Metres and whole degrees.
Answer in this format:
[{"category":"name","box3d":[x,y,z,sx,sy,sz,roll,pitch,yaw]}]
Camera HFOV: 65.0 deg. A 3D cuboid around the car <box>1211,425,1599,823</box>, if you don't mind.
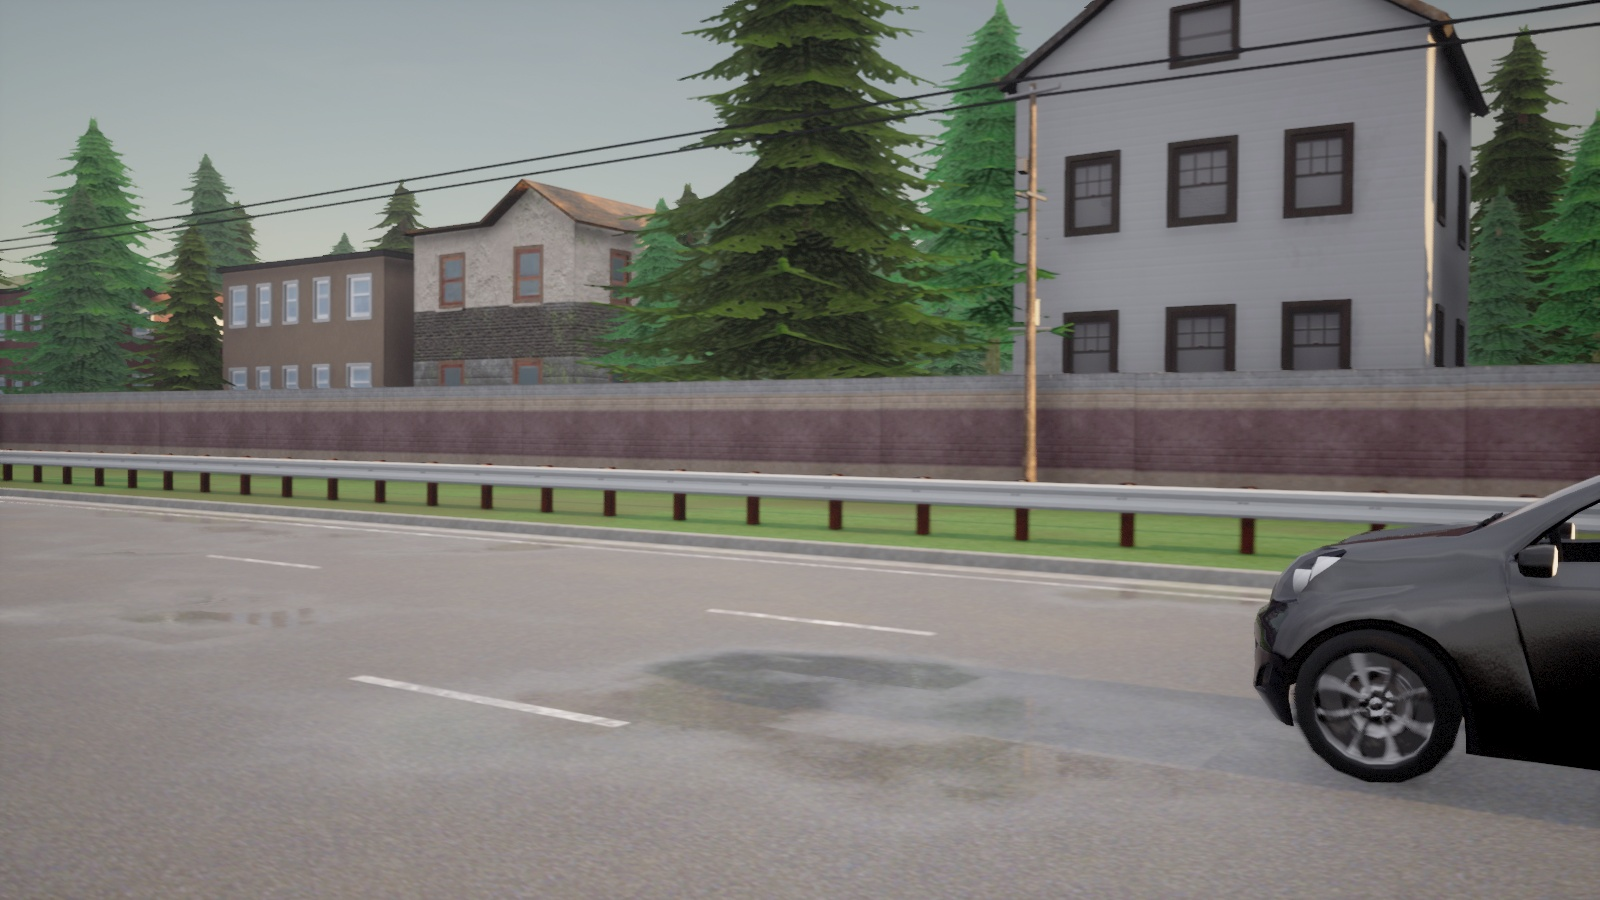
[{"category":"car","box3d":[3.830,0.641,5.280,3.633,1.501,1.845,0,1,34]}]
